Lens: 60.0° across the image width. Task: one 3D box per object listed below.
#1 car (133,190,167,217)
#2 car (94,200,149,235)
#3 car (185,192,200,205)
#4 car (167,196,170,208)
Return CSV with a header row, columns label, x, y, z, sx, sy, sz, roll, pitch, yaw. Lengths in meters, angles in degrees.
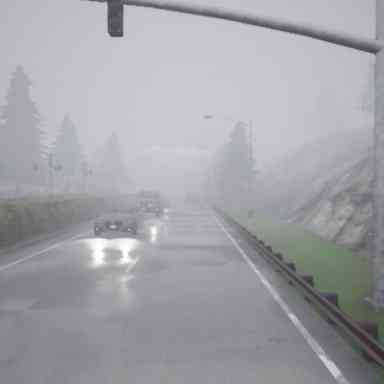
label,x,y,z,sx,sy,sz,roll,pitch,yaw
car,-3.571,0.892,27.636,2.150,2.045,5.566,0,1,0
car,-3.588,1.348,16.993,1.994,1.385,4.181,0,1,-1
car,0.056,0.841,46.512,2.097,1.767,4.553,0,1,1
car,-3.559,1.061,38.382,1.837,1.490,4.892,0,0,0
